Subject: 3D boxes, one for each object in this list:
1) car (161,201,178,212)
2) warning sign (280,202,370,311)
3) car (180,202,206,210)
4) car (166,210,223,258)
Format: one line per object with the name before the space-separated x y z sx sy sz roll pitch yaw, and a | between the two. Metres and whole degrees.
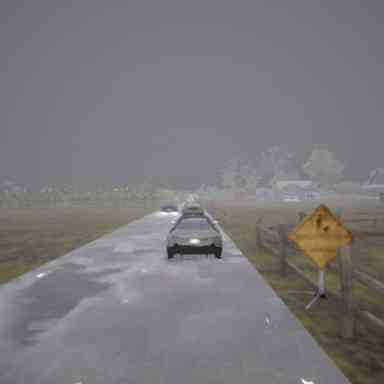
car | -2.835 1.834 42.635 1.895 1.301 4.718 0 -1 0
warning sign | 2.453 1.131 6.316 1.300 1.860 1.060 0 0 0
car | 0.091 1.618 28.383 1.837 1.490 4.892 0 0 0
car | 0.088 1.607 13.014 1.994 1.385 4.181 0 0 0
